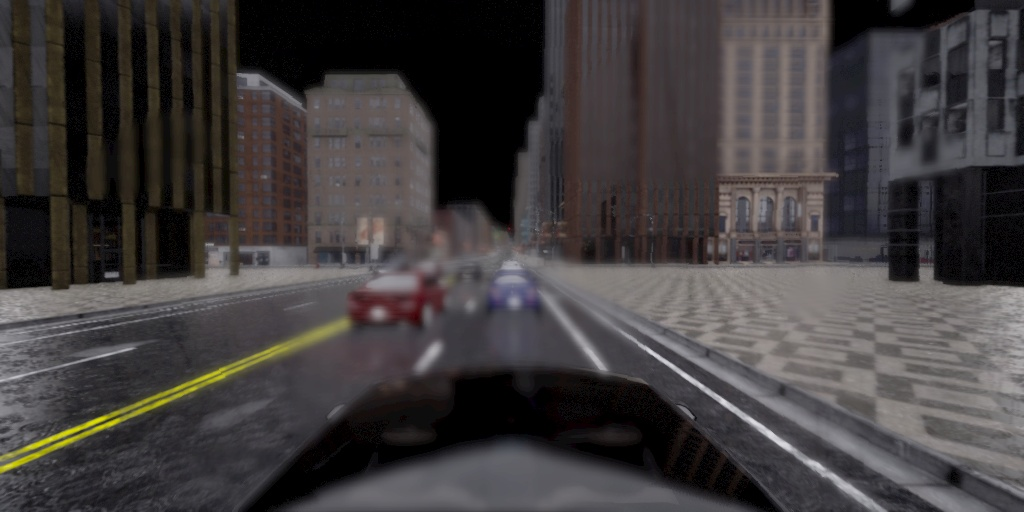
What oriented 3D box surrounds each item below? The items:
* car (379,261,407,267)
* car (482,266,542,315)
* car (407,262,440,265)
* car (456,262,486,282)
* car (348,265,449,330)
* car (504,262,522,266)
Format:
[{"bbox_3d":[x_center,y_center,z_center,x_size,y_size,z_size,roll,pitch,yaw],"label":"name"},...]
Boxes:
[{"bbox_3d":[-9.848,1.186,29.976,2.128,1.511,4.902,0,0,0],"label":"car"},{"bbox_3d":[0.084,1.248,13.273,1.812,1.442,4.674,0,0,0],"label":"car"},{"bbox_3d":[-6.600,1.220,28.678,1.812,1.442,4.674,0,0,0],"label":"car"},{"bbox_3d":[-3.176,1.200,27.785,1.837,1.490,4.892,0,0,0],"label":"car"},{"bbox_3d":[-3.177,1.205,11.005,1.882,1.535,5.008,0,0,0],"label":"car"},{"bbox_3d":[0.076,1.221,28.714,1.812,1.442,4.674,0,0,0],"label":"car"}]
